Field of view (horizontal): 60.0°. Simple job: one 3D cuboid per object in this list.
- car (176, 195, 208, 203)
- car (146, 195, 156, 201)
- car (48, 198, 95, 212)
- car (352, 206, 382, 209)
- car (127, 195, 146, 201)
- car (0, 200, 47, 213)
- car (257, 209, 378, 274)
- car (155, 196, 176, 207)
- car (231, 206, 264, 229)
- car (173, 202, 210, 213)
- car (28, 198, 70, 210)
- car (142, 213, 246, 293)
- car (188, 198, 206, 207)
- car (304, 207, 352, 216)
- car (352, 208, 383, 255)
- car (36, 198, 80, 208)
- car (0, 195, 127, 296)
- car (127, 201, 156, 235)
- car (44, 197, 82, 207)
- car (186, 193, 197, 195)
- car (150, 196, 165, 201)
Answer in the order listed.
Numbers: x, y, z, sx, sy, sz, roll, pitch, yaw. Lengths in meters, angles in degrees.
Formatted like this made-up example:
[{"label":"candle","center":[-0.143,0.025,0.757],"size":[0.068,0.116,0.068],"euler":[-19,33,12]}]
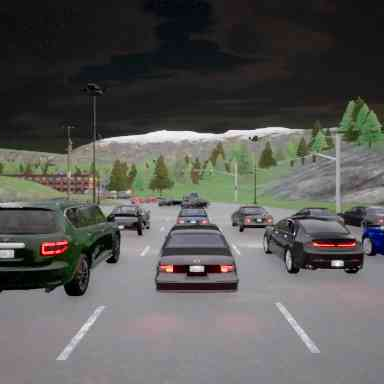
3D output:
[{"label":"car","center":[0.534,1.491,44.368],"size":[2.128,1.511,4.902],"euler":[0,0,36]},{"label":"car","center":[-8.978,1.354,70.273],"size":[2.097,1.767,4.553],"euler":[0,0,-20]},{"label":"car","center":[-14.292,1.506,39.705],"size":[4.892,1.490,1.837],"euler":[0,0,-4]},{"label":"car","center":[10.528,1.547,20.036],"size":[2.033,1.411,5.357],"euler":[0,0,-1]},{"label":"car","center":[-10.928,1.351,64.994],"size":[2.097,1.767,4.553],"euler":[0,0,-16]},{"label":"car","center":[-18.266,1.564,36.003],"size":[4.181,1.385,1.994],"euler":[0,0,-1]},{"label":"car","center":[3.580,1.505,10.592],"size":[1.837,1.490,4.892],"euler":[0,0,0]},{"label":"car","center":[-3.387,1.601,51.645],"size":[1.895,1.301,4.718],"euler":[0,0,23]},{"label":"car","center":[3.527,1.547,20.085],"size":[2.033,1.411,5.357],"euler":[0,0,-1]},{"label":"car","center":[0.050,1.547,19.070],"size":[2.033,1.411,5.357],"euler":[0,0,0]},{"label":"car","center":[-18.483,1.526,43.040],"size":[4.674,1.442,1.812],"euler":[0,0,-2]},{"label":"car","center":[0.085,1.547,9.000],"size":[2.033,1.411,5.357],"euler":[0,0,0]},{"label":"car","center":[0.813,1.601,53.426],"size":[1.895,1.301,4.718],"euler":[0,0,14]},{"label":"car","center":[7.039,1.564,19.064],"size":[1.994,1.385,4.181],"euler":[0,0,0]},{"label":"car","center":[7.079,1.478,10.076],"size":[1.882,1.535,5.008],"euler":[0,0,0]},{"label":"car","center":[-18.663,1.547,46.523],"size":[5.357,1.411,2.033],"euler":[0,0,-2]},{"label":"car","center":[-3.417,1.221,8.757],"size":[2.150,2.045,5.566],"euler":[0,0,0]},{"label":"car","center":[-3.453,1.492,18.611],"size":[2.128,1.511,4.902],"euler":[0,0,0]},{"label":"car","center":[-19.341,1.478,50.053],"size":[5.008,1.535,1.882],"euler":[0,0,-3]},{"label":"car","center":[-0.405,1.225,77.273],"size":[2.150,2.045,5.566],"euler":[0,0,-23]},{"label":"car","center":[-9.126,1.595,86.566],"size":[1.895,1.301,4.718],"euler":[0,0,-34]}]
